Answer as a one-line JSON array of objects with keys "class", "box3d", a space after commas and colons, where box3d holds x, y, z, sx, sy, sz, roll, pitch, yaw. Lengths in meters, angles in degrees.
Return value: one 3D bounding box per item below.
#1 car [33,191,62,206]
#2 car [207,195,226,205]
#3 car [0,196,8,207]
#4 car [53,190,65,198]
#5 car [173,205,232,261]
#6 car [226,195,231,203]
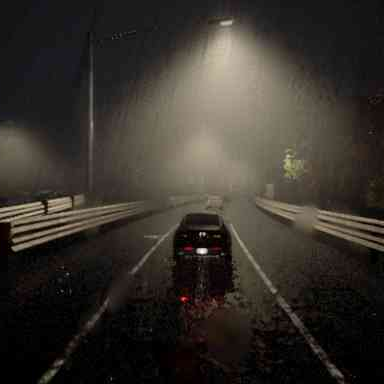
[{"class": "car", "box3d": [-17.584, 0.920, 40.119, 2.033, 1.411, 5.357, 0, 1, -11]}, {"class": "car", "box3d": [2.782, 1.313, 40.116, 1.812, 1.442, 4.674, 0, 0, 7]}, {"class": "car", "box3d": [-19.598, 0.799, 32.212, 2.097, 1.767, 4.553, 0, 1, -11]}, {"class": "car", "box3d": [-25.822, 0.419, 63.840, 2.097, 1.767, 4.553, 0, 1, -11]}, {"class": "car", "box3d": [0.390, 1.444, 12.068, 1.837, 1.490, 4.892, 0, 0, 2]}, {"class": "car", "box3d": [5.772, 1.236, 59.344, 1.994, 1.385, 4.181, 0, 0, 12]}]
